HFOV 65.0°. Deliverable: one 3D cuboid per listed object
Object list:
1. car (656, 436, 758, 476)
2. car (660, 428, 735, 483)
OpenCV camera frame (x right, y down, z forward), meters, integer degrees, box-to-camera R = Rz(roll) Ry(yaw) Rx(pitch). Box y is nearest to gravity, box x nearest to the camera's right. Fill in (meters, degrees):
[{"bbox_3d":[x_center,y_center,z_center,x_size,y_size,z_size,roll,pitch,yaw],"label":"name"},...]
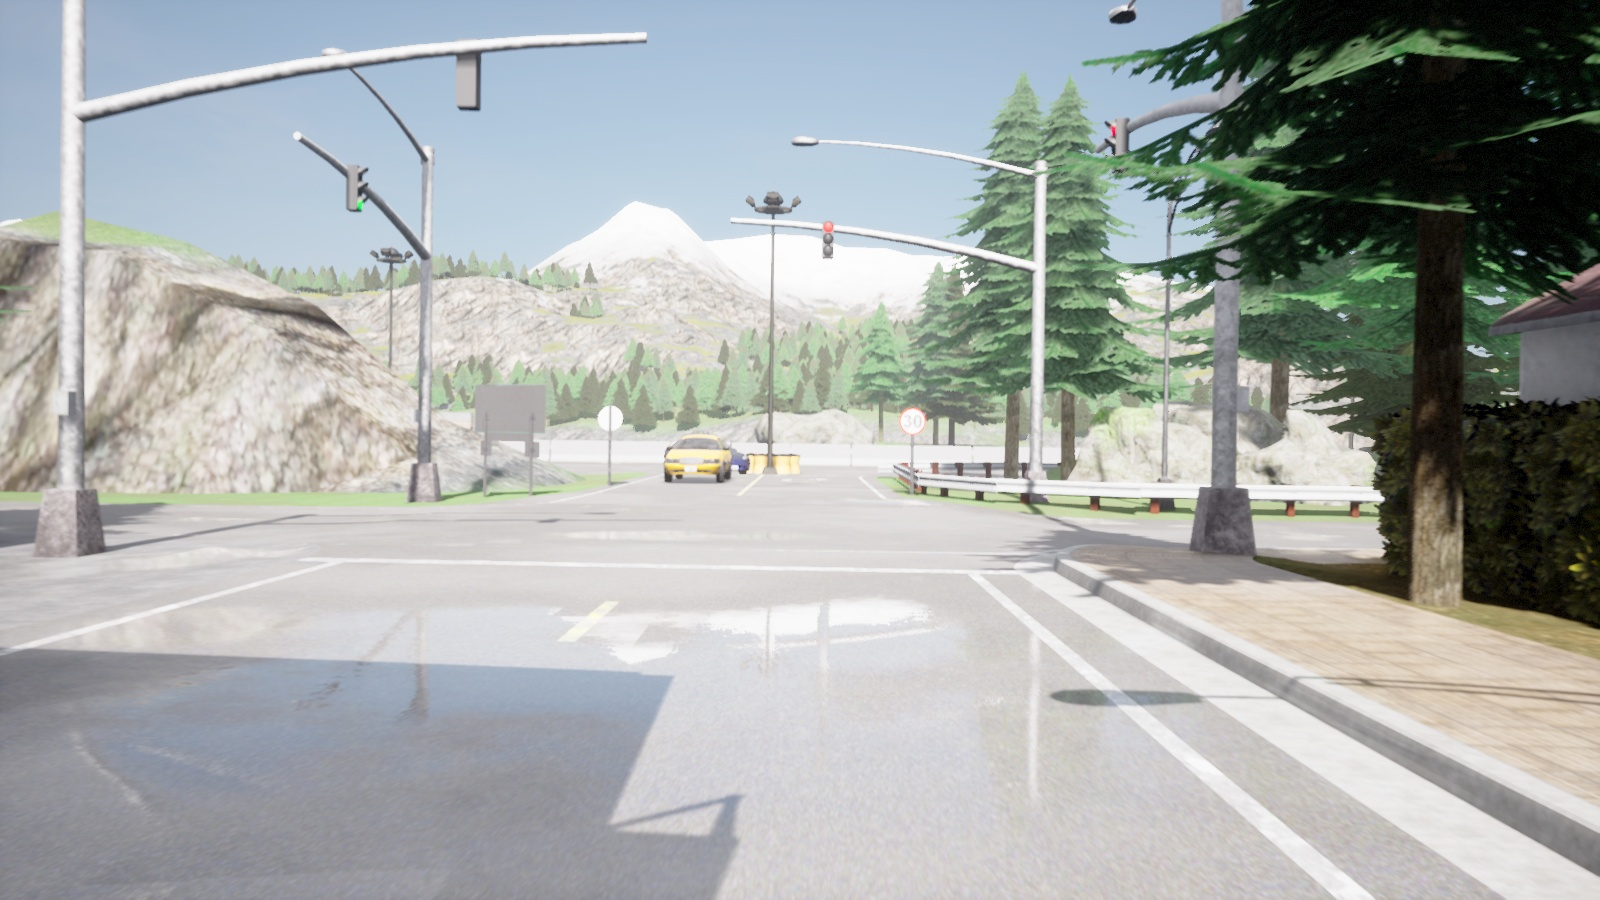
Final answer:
[{"bbox_3d":[-3.759,0.220,49.921,2.163,1.488,4.792,1,0,-30],"label":"car"},{"bbox_3d":[-3.142,0.130,39.371,1.801,1.575,5.366,1,1,1],"label":"car"}]
